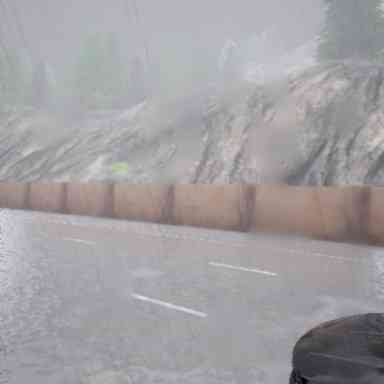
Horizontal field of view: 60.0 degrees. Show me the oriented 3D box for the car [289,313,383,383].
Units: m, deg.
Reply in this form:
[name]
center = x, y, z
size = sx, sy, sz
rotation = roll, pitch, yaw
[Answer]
[car]
center = 3.069, 1.517, 1.797
size = 5.008, 1.535, 1.882
rotation = 2, 1, 35
